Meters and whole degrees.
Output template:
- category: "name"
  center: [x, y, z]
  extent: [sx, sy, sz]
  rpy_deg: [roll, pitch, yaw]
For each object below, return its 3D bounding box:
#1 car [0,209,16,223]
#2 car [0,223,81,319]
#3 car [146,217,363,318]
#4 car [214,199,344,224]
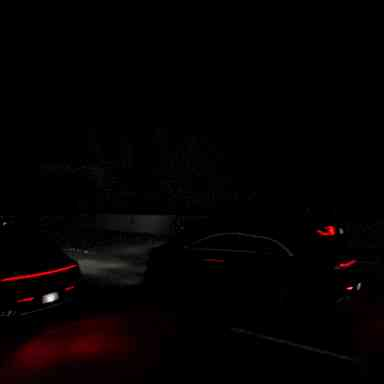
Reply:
- category: "car"
  center: [-13.816, 1.866, 22.467]
  extent: [4.902, 1.511, 2.128]
  rpy_deg: [-1, -1, 36]
- category: "car"
  center: [-4.406, 1.598, 7.141]
  extent: [4.892, 1.490, 1.837]
  rpy_deg: [-1, 0, 36]
- category: "car"
  center: [1.097, 1.530, 7.511]
  extent: [4.902, 1.511, 2.128]
  rpy_deg: [-1, 0, 36]
- category: "car"
  center: [2.115, 1.271, 11.085]
  extent: [5.566, 2.045, 2.150]
  rpy_deg: [-2, -1, 36]
